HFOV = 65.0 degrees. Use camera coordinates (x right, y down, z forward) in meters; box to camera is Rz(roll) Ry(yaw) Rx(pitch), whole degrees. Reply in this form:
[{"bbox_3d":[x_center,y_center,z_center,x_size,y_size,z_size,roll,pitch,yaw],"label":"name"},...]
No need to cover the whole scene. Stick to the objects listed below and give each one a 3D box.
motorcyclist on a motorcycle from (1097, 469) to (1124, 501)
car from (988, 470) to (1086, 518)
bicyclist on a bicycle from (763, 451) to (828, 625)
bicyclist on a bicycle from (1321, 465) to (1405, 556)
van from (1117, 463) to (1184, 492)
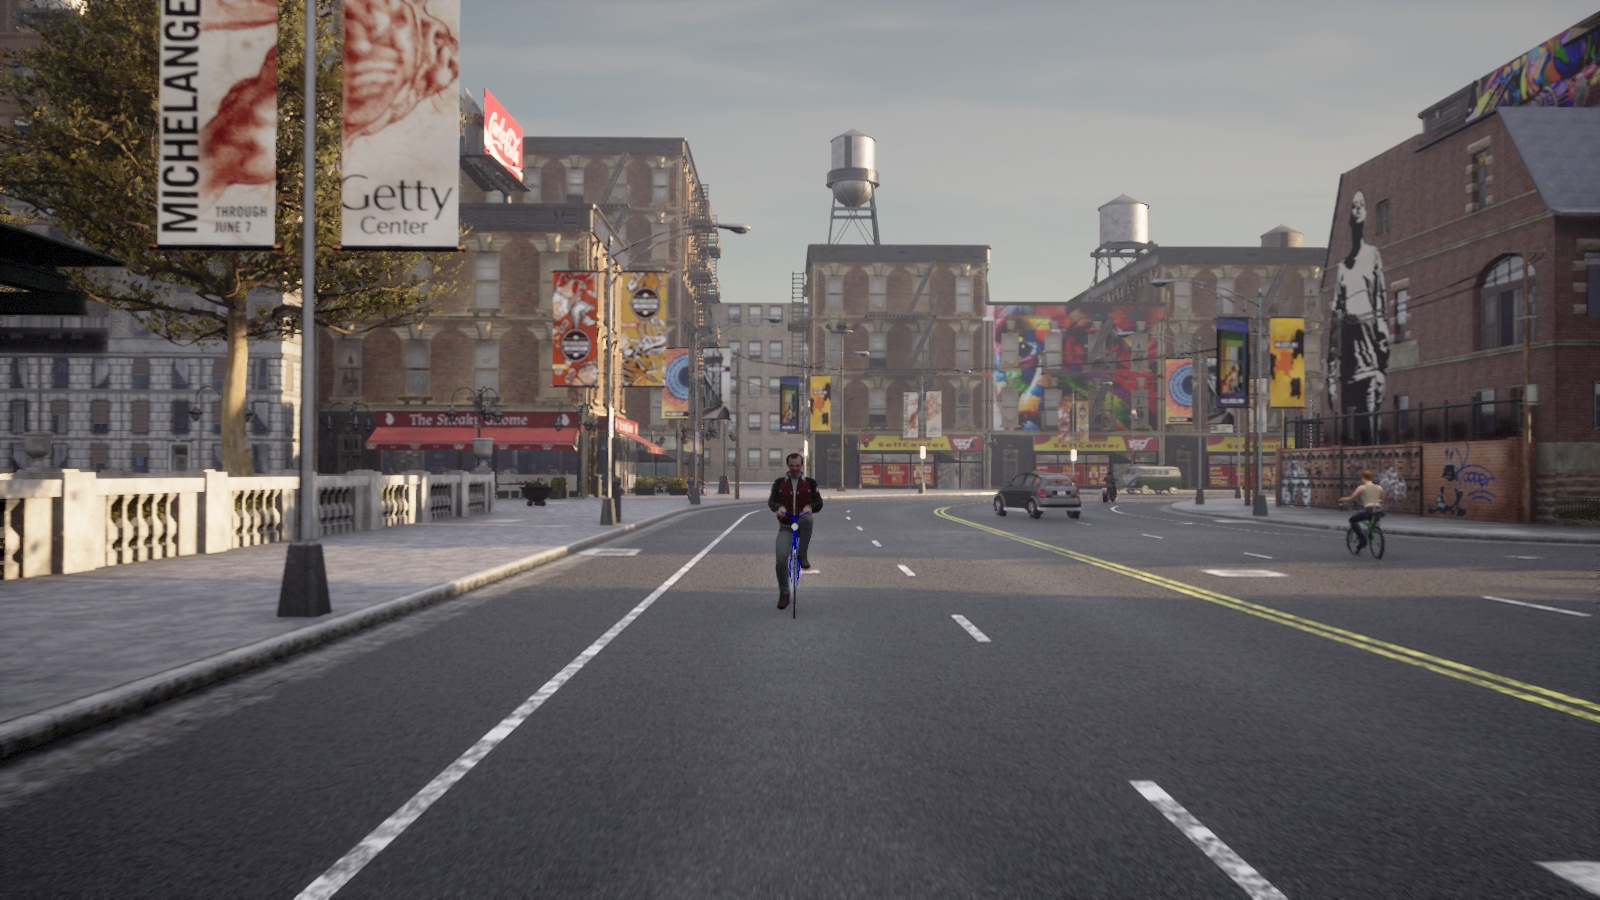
[{"bbox_3d":[16.121,1.790,65.149,0.766,1.649,2.350,0,-1,29],"label":"motorcyclist on a motorcycle"},{"bbox_3d":[8.058,1.480,43.035,1.789,1.549,3.705,0,-1,-17],"label":"car"},{"bbox_3d":[-0.050,0.916,13.806,0.659,1.776,1.843,0,-1,0],"label":"bicyclist on a bicycle"},{"bbox_3d":[10.425,1.099,23.299,0.866,1.612,1.509,0,-1,0],"label":"bicyclist on a bicycle"},{"bbox_3d":[24.550,1.940,87.969,4.442,1.987,1.775,0,-1,-27],"label":"van"}]
